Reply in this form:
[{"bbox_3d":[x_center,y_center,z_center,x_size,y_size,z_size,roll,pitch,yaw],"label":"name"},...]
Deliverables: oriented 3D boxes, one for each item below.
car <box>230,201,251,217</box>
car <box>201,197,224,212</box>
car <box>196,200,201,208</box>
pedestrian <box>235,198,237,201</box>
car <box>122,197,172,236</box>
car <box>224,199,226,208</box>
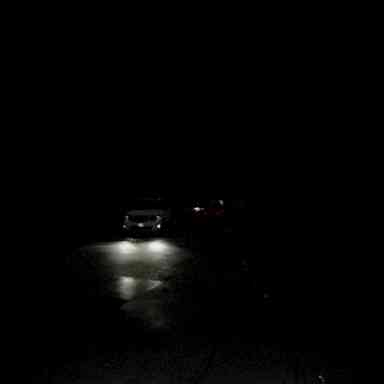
[{"bbox_3d":[4.892,1.681,33.841,1.970,1.475,3.806,0,-1,5],"label":"car"},{"bbox_3d":[2.930,1.773,46.469,2.097,1.767,4.553,0,-1,9],"label":"car"},{"bbox_3d":[1.904,2.094,60.216,1.882,1.535,5.008,0,-1,10],"label":"car"},{"bbox_3d":[4.821,1.573,36.220,0.375,1.860,0.375,-1,1,-9],"label":"pedestrian"},{"bbox_3d":[-2.476,1.355,19.795,2.150,2.045,5.566,0,0,3],"label":"car"},{"bbox_3d":[4.637,1.820,58.333,2.150,2.045,5.566,0,-1,9],"label":"car"}]
